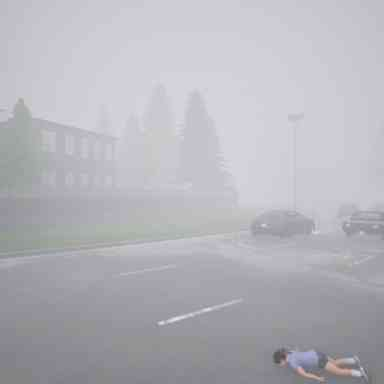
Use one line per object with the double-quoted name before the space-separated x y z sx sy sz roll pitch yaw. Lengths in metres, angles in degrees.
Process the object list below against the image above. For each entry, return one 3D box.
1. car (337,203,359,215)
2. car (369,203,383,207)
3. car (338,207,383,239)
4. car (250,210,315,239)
"car" 15.176 1.722 32.213 1.994 1.385 4.181 0 0 24
"car" 19.796 1.785 34.614 1.895 1.301 4.718 0 0 17
"car" 9.754 1.694 17.847 1.895 1.301 4.718 0 0 42
"car" 4.944 1.639 17.908 1.994 1.385 4.181 0 0 44
